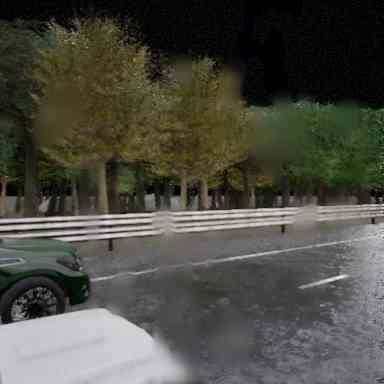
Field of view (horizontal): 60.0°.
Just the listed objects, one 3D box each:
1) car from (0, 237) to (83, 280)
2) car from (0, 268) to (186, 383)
[{"bbox_3d":[-4.425,1.221,4.908,5.566,2.045,2.150,0,0,-36],"label":"car"},{"bbox_3d":[-2.301,1.600,2.105,4.718,1.301,1.895,0,0,-36],"label":"car"}]
